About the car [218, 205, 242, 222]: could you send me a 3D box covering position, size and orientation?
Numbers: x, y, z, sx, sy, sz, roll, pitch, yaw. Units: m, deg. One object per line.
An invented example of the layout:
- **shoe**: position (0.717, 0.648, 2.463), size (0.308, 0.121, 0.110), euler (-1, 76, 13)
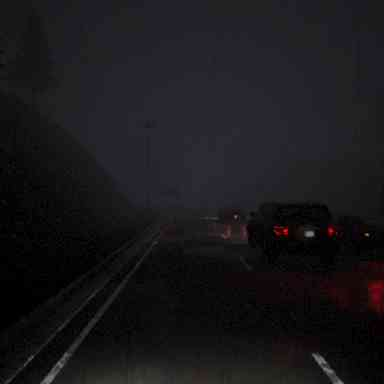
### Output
- **car**: position (3.401, 1.807, 28.810), size (1.812, 1.442, 4.674), euler (0, 0, -2)

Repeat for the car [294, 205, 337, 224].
- **car**: position (10.419, 1.843, 28.461), size (1.994, 1.385, 4.181), euler (0, 0, -2)

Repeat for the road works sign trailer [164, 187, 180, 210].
- **road works sign trailer**: position (-3.404, 0.990, 53.868), size (2.380, 3.560, 2.880), euler (0, -1, -16)

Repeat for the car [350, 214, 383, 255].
- **car**: position (7.021, 1.662, 13.898), size (1.812, 1.442, 4.674), euler (0, 0, 0)

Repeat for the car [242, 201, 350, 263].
- **car**: position (3.510, 1.349, 12.577), size (2.150, 2.045, 5.566), euler (0, 0, 0)

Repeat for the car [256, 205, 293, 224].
- **car**: position (6.915, 1.843, 28.443), size (1.994, 1.385, 4.181), euler (0, 0, -2)
